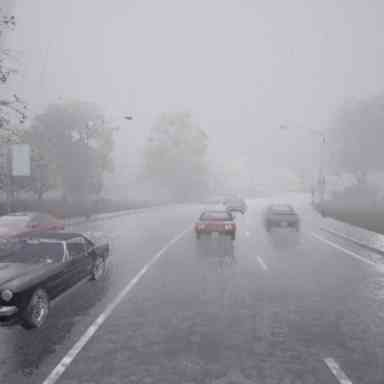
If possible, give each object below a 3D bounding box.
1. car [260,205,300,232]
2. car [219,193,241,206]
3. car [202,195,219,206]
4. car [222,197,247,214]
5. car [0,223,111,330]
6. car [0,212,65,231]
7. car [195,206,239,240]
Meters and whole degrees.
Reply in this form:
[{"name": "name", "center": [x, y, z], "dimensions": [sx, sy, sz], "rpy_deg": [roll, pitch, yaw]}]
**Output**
[{"name": "car", "center": [5.291, 1.510, 20.203], "dimensions": [2.128, 1.511, 4.902], "rpy_deg": [0, 0, 8]}, {"name": "car", "center": [6.487, 1.236, 52.878], "dimensions": [2.150, 2.045, 5.566], "rpy_deg": [0, 0, 20]}, {"name": "car", "center": [3.237, 1.363, 54.183], "dimensions": [2.097, 1.767, 4.553], "rpy_deg": [0, 0, 20]}, {"name": "car", "center": [4.739, 1.563, 35.175], "dimensions": [2.033, 1.411, 5.357], "rpy_deg": [0, 0, 14]}, {"name": "car", "center": [-3.308, 1.591, 7.042], "dimensions": [1.895, 1.301, 4.718], "rpy_deg": [0, 0, 3]}, {"name": "car", "center": [-6.399, 1.505, 12.478], "dimensions": [1.812, 1.442, 4.674], "rpy_deg": [0, 0, 5]}, {"name": "car", "center": [1.316, 1.605, 17.191], "dimensions": [1.895, 1.301, 4.718], "rpy_deg": [0, 0, 7]}]
